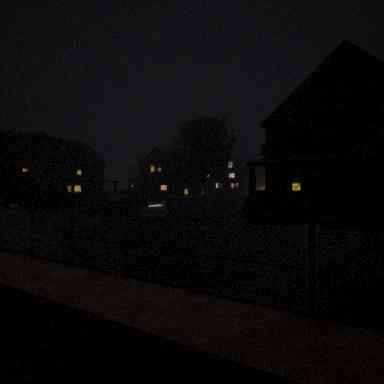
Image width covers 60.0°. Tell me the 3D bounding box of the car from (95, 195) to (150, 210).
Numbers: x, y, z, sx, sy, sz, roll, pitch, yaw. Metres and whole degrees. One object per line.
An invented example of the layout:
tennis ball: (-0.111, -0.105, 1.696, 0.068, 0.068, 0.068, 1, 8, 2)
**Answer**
car: (-6.067, 0.996, 29.167, 2.033, 1.411, 5.357, 1, 2, 35)

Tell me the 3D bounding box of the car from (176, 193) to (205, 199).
car: (-0.081, 0.771, 37.534, 1.994, 1.385, 4.181, 1, 2, 36)

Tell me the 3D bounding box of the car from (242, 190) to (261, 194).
car: (9.002, 0.366, 50.122, 1.837, 1.490, 4.892, 1, 2, 36)

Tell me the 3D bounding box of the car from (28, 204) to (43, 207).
car: (-11.984, 1.236, 20.871, 2.033, 1.411, 5.357, 1, 2, 35)

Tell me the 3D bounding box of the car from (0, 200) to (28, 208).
car: (-11.283, 1.306, 16.776, 1.837, 1.490, 4.892, 1, 2, 35)
